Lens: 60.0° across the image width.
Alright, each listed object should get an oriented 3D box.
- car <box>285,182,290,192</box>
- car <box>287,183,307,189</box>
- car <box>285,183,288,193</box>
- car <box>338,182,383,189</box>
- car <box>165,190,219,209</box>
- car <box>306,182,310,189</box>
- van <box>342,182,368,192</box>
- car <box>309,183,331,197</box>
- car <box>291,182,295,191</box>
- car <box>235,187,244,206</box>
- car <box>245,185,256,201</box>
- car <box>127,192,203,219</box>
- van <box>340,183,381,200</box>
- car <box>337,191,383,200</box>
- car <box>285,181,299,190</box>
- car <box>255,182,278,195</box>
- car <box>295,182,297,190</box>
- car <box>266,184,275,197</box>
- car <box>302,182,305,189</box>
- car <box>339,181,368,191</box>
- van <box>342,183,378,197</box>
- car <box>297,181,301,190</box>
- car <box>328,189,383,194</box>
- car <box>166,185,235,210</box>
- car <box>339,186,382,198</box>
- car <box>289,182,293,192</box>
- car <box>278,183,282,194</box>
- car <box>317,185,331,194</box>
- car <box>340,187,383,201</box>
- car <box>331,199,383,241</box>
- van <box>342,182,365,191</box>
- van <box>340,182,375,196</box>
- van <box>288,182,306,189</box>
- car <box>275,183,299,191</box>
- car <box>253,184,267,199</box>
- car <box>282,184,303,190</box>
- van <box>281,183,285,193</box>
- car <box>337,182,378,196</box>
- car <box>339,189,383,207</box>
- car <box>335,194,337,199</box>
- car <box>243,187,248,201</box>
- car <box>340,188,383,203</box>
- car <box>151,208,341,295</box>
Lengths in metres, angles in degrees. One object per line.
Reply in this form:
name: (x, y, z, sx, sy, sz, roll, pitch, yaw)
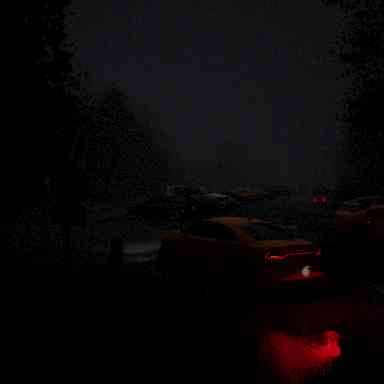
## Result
car: (13.920, -0.466, 57.522, 4.792, 1.488, 2.163, 1, 2, 24)
car: (27.661, -1.532, 87.823, 4.792, 1.488, 2.163, 1, 2, 24)
car: (12.778, -0.374, 54.993, 4.792, 1.488, 2.163, 1, 2, 24)
car: (15.612, 0.370, 29.335, 5.566, 2.045, 2.435, 1, 3, 24)
car: (-0.884, 0.875, 24.647, 5.008, 1.535, 2.097, 1, 3, 24)
car: (26.530, -1.751, 85.307, 5.566, 2.045, 2.435, 1, 2, 24)
van: (31.688, -0.970, 64.733, 4.442, 1.987, 1.878, 1, 2, 24)
car: (18.311, -0.110, 47.395, 2.128, 1.511, 4.902, 1, 2, 24)
car: (16.061, -0.683, 62.643, 5.366, 1.575, 1.946, 1, 2, 24)
car: (1.563, 0.644, 29.629, 5.366, 1.575, 1.946, 1, 3, 24)
car: (3.508, 0.407, 34.837, 5.366, 1.575, 1.946, 1, 3, 24)
car: (-2.057, 1.020, 22.134, 4.792, 1.488, 2.163, 1, 3, 24)
van: (21.173, -0.145, 41.985, 4.442, 1.987, 1.878, 1, 2, 24)
car: (9.971, 1.067, 16.841, 4.553, 1.767, 2.185, 1, 3, 24)
car: (18.507, -0.859, 67.627, 4.892, 1.521, 2.231, 1, 2, 24)
car: (9.410, -0.251, 47.378, 4.553, 1.767, 2.185, 1, 2, 24)
car: (17.377, -0.768, 65.093, 4.892, 1.521, 2.231, 1, 2, 24)
car: (7.270, 0.075, 42.267, 5.366, 1.575, 1.946, 1, 3, 24)
car: (23.074, -1.226, 77.743, 5.008, 1.535, 2.097, 1, 2, 24)
car: (34.973, -1.271, 72.362, 5.566, 2.045, 2.435, 1, 2, 24)
van: (23.663, -0.327, 46.954, 4.442, 1.987, 1.878, 1, 2, 24)
car: (19.485, -0.958, 70.230, 5.366, 1.575, 1.946, 1, 2, 24)
car: (13.140, 0.845, 24.390, 5.366, 1.575, 1.946, 1, 3, 24)
car: (0.278, 0.509, 27.154, 5.566, 2.045, 2.435, 1, 3, 24)
car: (22.422, -0.012, 44.485, 5.008, 1.535, 2.097, 1, 2, 24)
car: (15.062, -0.557, 60.051, 4.792, 1.488, 2.163, 1, 2, 24)
car: (10.549, -0.190, 49.910, 4.792, 1.488, 2.163, 1, 2, 24)
car: (22.546, -0.463, 56.775, 1.882, 1.535, 5.008, 1, 2, 24)
car: (20.167, 0.209, 39.432, 4.792, 1.488, 2.163, 1, 2, 24)
car: (8.799, 1.307, 14.338, 5.008, 1.535, 2.097, 1, 3, 24)
van: (36.245, -1.335, 74.827, 4.442, 1.987, 1.878, 1, 2, 24)
van: (24.589, -0.422, 49.574, 4.442, 1.987, 1.878, 1, 2, 24)
van: (28.674, -1.836, 90.413, 4.442, 1.987, 1.878, 1, 1, 24)
car: (20.768, -1.169, 72.691, 4.553, 1.767, 2.185, 1, 2, 24)
car: (5.841, 0.174, 40.003, 5.366, 1.575, 1.946, 1, 3, 24)
car: (24.223, -1.278, 80.270, 4.674, 1.452, 2.002, 1, 2, 24)
van: (11.770, -0.536, 52.395, 4.442, 1.987, 1.878, 1, 2, 24)
car: (25.809, -0.537, 52.059, 5.566, 2.045, 2.435, 1, 2, 24)
car: (16.700, 0.534, 31.893, 4.792, 1.488, 2.163, 1, 3, 24)
car: (11.004, 1.111, 19.282, 4.792, 1.488, 2.163, 1, 3, 24)
car: (2.541, 0.530, 32.231, 4.892, 1.521, 2.231, 1, 3, 24)
car: (19.081, 0.308, 37.028, 4.792, 1.488, 2.163, 1, 3, 24)
car: (0.915, 1.374, 8.545, 1.882, 1.535, 5.008, 2, -1, -31)
